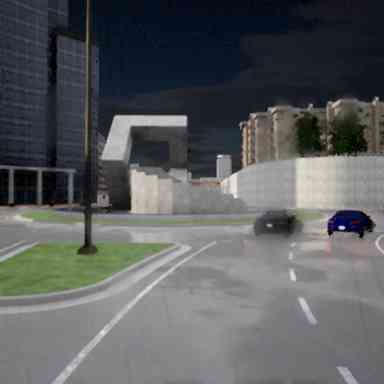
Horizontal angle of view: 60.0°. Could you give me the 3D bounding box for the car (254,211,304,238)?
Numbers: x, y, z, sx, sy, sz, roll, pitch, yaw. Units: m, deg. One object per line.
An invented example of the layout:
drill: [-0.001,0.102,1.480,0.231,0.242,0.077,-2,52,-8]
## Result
car: [5.130,1.779,19.429,1.994,1.385,4.181,0,-1,30]

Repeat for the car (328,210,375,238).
car: [9.326,1.752,19.473,1.812,1.442,4.674,-1,-1,37]
